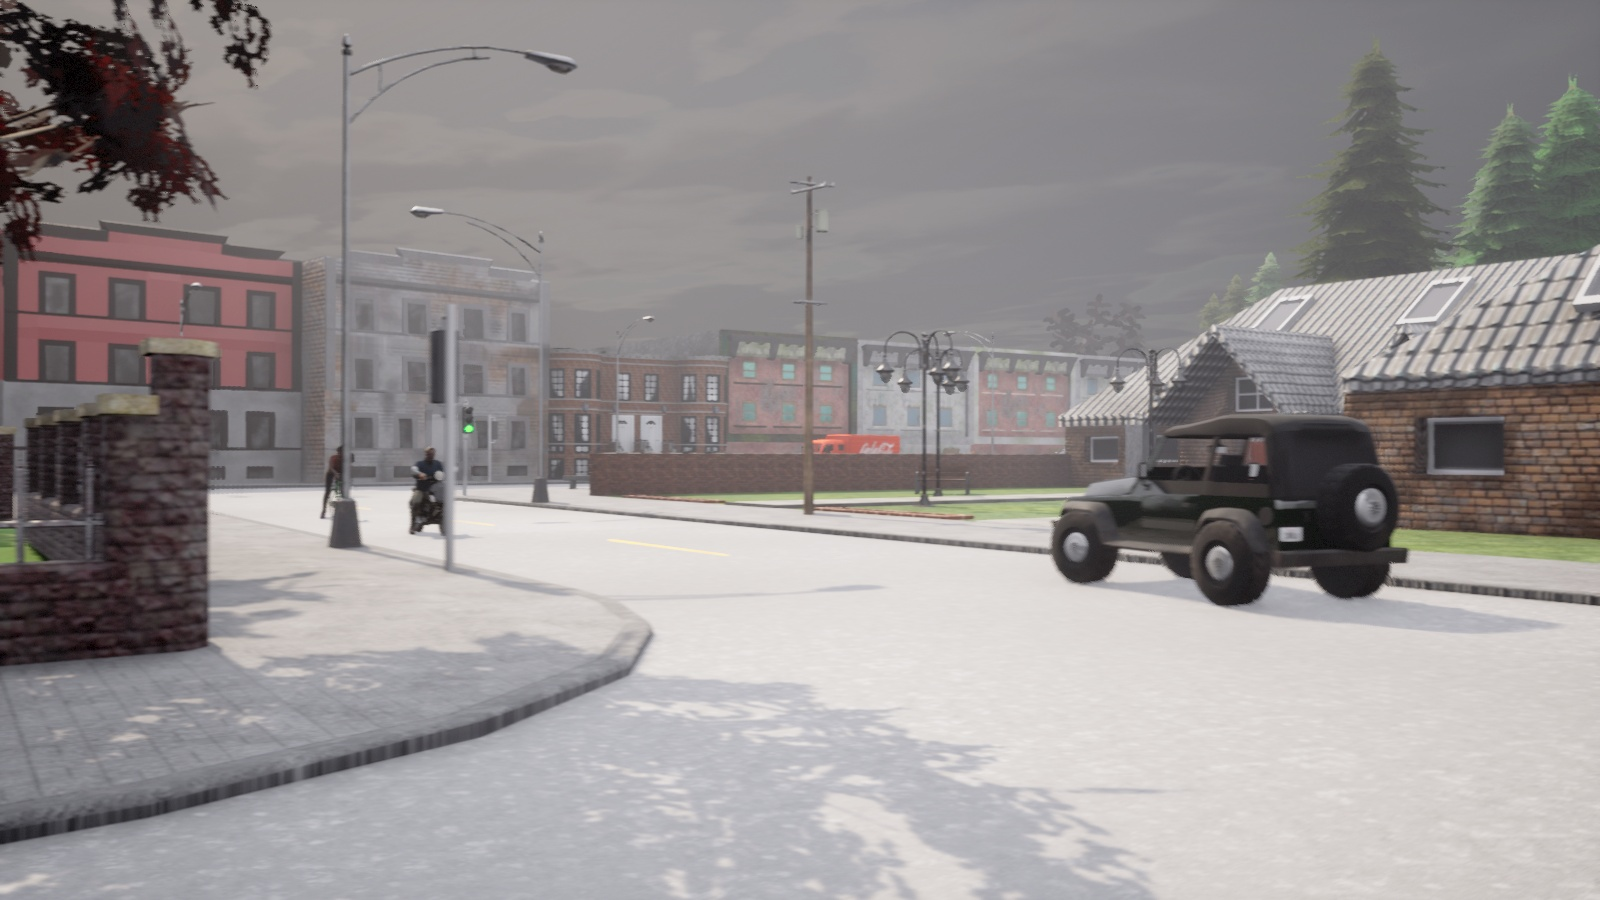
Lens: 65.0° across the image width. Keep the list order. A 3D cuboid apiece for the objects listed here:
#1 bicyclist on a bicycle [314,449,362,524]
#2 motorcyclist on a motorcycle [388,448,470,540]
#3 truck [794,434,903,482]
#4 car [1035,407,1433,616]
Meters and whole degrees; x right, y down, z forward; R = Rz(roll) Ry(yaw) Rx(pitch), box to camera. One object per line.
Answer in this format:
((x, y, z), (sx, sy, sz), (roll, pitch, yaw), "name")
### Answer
((-10.231, 0.779, 27.790), (0.582, 1.620, 1.656), (0, 0, -35), "bicyclist on a bicycle")
((-6.724, 0.762, 22.720), (0.866, 1.590, 1.817), (0, 0, -36), "motorcyclist on a motorcycle")
((2.571, 0.402, 66.210), (5.204, 2.467, 2.627), (0, 0, -35), "truck")
((4.438, 0.562, 13.477), (1.905, 1.878, 3.866), (0, 0, -24), "car")
